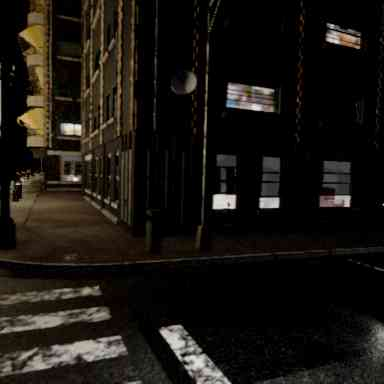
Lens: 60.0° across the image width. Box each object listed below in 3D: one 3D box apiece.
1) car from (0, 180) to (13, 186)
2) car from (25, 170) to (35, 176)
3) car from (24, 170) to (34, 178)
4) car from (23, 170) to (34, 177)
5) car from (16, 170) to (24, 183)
[{"bbox_3d":[-19.251,-1.206,33.242,1.947,1.339,4.313,1,4,-23],"label":"car"},{"bbox_3d":[-39.053,-4.606,80.098,1.947,1.339,4.313,1,4,-23],"label":"car"},{"bbox_3d":[-32.451,-3.494,64.478,2.008,1.369,4.403,1,4,-23],"label":"car"},{"bbox_3d":[-36.852,-4.252,74.890,1.887,1.381,4.507,1,4,-23],"label":"car"},{"bbox_3d":[-23.650,-1.987,43.653,1.887,1.381,4.507,1,4,-23],"label":"car"}]
